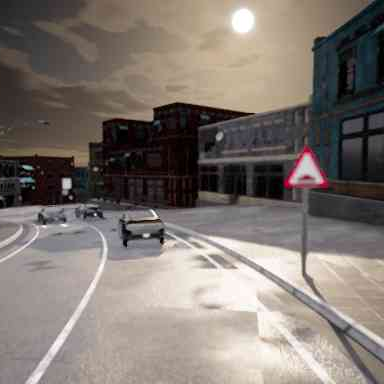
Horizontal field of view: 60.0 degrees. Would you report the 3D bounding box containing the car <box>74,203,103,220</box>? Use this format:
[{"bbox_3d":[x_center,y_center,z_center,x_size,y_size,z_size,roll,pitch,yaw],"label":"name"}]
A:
[{"bbox_3d":[-10.165,1.860,32.584,1.837,1.490,4.892,-3,0,-32],"label":"car"}]

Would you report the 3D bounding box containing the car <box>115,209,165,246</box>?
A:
[{"bbox_3d":[-2.538,1.578,15.887,2.128,1.511,4.902,-1,0,-16],"label":"car"}]

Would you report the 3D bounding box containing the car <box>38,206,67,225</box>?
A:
[{"bbox_3d":[-12.322,1.996,29.199,1.812,1.442,4.674,-3,0,-32],"label":"car"}]
